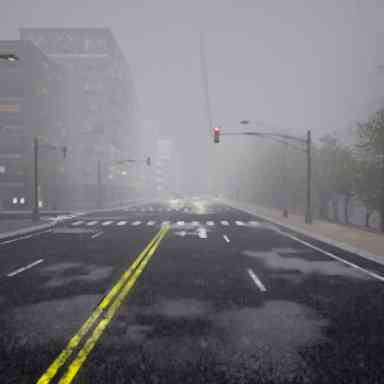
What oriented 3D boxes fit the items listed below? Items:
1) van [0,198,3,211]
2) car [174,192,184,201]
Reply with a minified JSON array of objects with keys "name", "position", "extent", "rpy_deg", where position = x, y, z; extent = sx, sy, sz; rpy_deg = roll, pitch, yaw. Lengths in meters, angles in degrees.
[{"name":"van","position":[-22.720,1.506,36.082],"extent":[3.998,1.788,1.690],"rpy_deg":[-1,1,-1]},{"name":"car","position":[-3.227,1.036,80.936],"extent":[2.150,2.045,5.566],"rpy_deg":[0,0,0]}]
